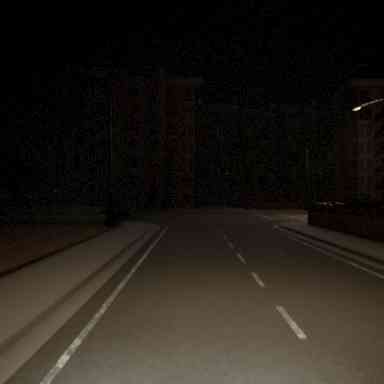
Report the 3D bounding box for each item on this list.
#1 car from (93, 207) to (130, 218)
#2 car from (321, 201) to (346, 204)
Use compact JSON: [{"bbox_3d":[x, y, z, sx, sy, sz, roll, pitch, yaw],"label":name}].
[{"bbox_3d":[-9.203,2.418,37.813,4.181,1.385,1.994,-7,-1,2],"label":"car"},{"bbox_3d":[15.024,1.708,33.898,4.553,1.767,2.097,0,-1,0],"label":"car"}]
